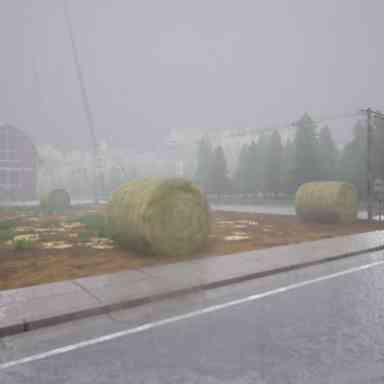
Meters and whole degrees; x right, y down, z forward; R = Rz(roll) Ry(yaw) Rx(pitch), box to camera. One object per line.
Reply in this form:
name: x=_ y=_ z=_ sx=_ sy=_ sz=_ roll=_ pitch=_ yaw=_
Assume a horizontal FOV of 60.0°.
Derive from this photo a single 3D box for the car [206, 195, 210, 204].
car: x=0.681 y=1.075 z=50.915 sx=2.097 sy=1.767 sz=4.553 roll=-1 pitch=0 yaw=-38
